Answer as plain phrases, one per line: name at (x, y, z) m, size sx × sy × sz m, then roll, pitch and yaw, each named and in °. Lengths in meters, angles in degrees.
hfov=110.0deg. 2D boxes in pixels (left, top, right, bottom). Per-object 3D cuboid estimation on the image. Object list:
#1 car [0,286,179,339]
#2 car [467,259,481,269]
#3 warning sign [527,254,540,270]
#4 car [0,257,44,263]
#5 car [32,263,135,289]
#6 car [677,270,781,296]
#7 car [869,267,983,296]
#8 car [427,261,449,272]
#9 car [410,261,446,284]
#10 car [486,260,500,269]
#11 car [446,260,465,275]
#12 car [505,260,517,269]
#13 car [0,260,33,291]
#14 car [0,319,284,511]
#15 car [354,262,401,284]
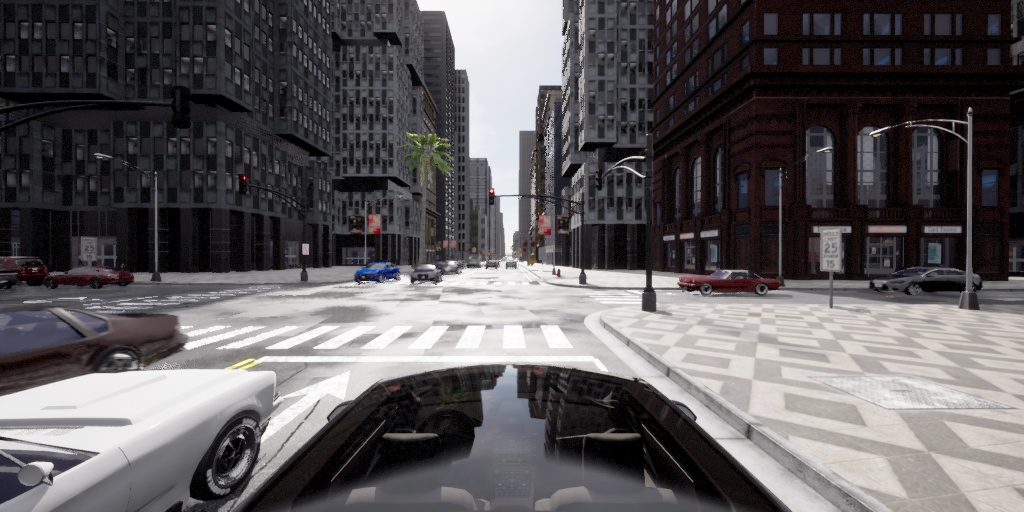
car at (-6.607, 1.297, 3.887) m, size 2.033 × 1.411 × 5.357 m, roll 0°, pitch 0°, yaw 0°
car at (-6.799, 1.292, 63.673) m, size 2.097 × 1.767 × 4.553 m, roll 0°, pitch 0°, yaw 0°
warning sign at (2.661, 0.940, 47.605) m, size 1.300 × 1.860 × 1.060 m, roll 0°, pitch 0°, yaw 0°
car at (-30.786, 0.945, 21.293) m, size 5.009 × 1.841 × 2.192 m, roll 0°, pitch 0°, yaw -1°
car at (-25.148, 1.232, 21.404) m, size 4.207 × 1.307 × 1.802 m, roll 0°, pitch 0°, yaw -1°
car at (11.652, 1.414, 19.529) m, size 4.718 × 1.301 × 1.895 m, roll 0°, pitch 0°, yaw 0°
car at (22.445, 1.354, 19.565) m, size 4.902 × 1.511 × 2.128 m, roll 0°, pitch 0°, yaw 0°
car at (-10.045, 1.383, 49.148) m, size 2.033 × 1.411 × 5.357 m, roll 0°, pitch 0°, yaw 0°
car at (-6.388, 1.320, 27.027) m, size 1.994 × 1.385 × 4.181 m, roll 0°, pitch 0°, yaw -5°
car at (-3.389, 1.418, 60.244) m, size 1.837 × 1.490 × 4.892 m, roll 0°, pitch 0°, yaw 0°
car at (-6.758, 1.282, 40.171) m, size 2.128 × 1.511 × 4.902 m, roll 0°, pitch 0°, yaw 0°
car at (-0.141, 1.412, 61.405) m, size 2.128 × 1.511 × 4.902 m, roll 0°, pitch -1°, yaw 0°
car at (-29.029, 1.142, 18.725) m, size 4.902 × 1.511 × 2.128 m, roll 0°, pitch 0°, yaw -1°
car at (-3.149, 1.351, 1.460) m, size 1.895 × 1.301 × 4.718 m, roll 0°, pitch 0°, yaw -3°
car at (-10.217, 1.235, 27.562) m, size 1.882 × 1.535 × 5.008 m, roll 0°, pitch 0°, yaw 4°
